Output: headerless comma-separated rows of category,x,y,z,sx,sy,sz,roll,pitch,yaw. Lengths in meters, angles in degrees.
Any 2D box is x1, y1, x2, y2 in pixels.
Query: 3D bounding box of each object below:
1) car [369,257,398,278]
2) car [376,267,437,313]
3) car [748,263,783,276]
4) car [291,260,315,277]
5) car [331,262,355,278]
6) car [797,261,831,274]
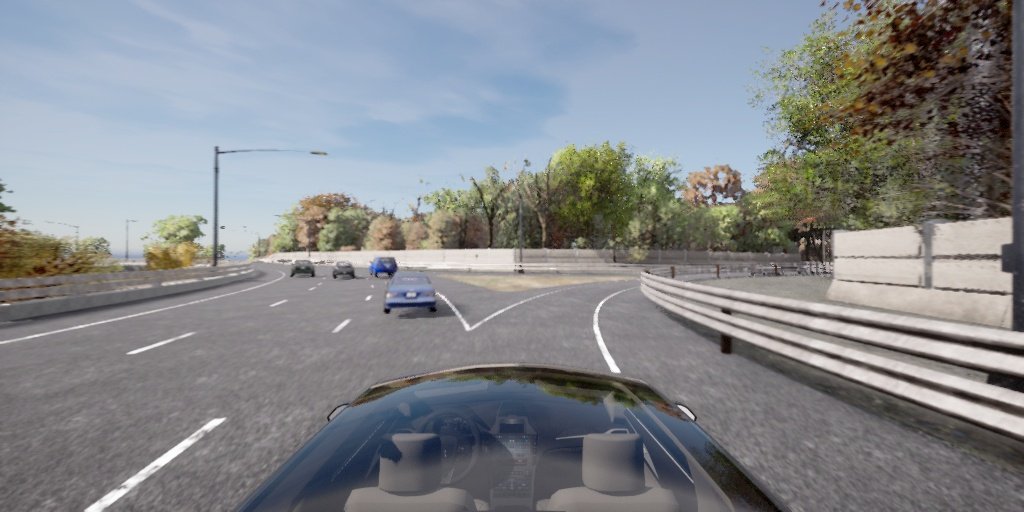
car,-12.932,1.076,36.050,2.150,2.045,5.566,1,0,-28
car,-4.056,1.339,14.276,2.033,1.411,5.357,0,0,-17
car,31.131,1.625,44.039,4.892,1.490,1.837,0,0,-24
car,-21.472,1.166,36.882,2.097,1.767,4.553,0,0,-30
car,-16.343,1.322,34.843,2.128,1.511,4.902,0,0,-27
car,40.540,1.542,48.175,4.553,1.767,2.097,0,0,-24
